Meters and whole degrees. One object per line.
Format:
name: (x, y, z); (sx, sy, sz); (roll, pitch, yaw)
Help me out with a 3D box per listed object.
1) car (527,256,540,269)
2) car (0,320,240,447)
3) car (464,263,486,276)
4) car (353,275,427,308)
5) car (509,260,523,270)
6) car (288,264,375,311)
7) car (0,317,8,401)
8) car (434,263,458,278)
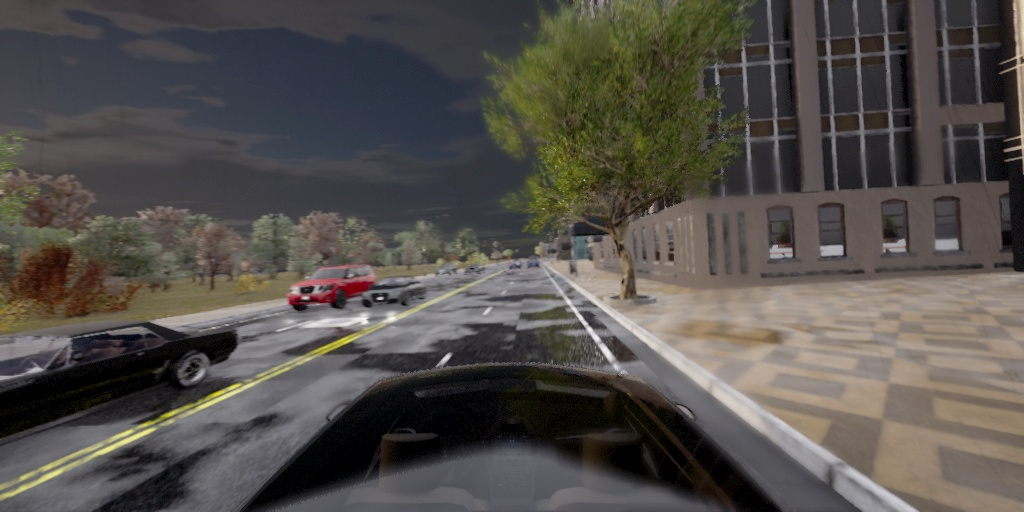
car: (3.740, 1.249, 62.087); (2.097, 1.767, 4.553); (-3, 0, 4)
car: (-6.504, 1.687, 4.932); (1.895, 1.301, 4.718); (-3, 0, 4)
car: (-4.153, 1.417, 40.432); (1.895, 1.301, 4.718); (-3, 0, 4)
car: (-5.676, 1.681, 17.712); (1.994, 1.385, 4.181); (-3, 0, 4)
car: (0.511, 1.582, 62.322); (1.812, 1.442, 4.674); (-3, 0, 4)
car: (-8.902, 1.503, 18.469); (2.150, 2.045, 5.566); (-3, -1, 3)
car: (-9.846, 1.790, 3.535); (2.033, 1.411, 5.357); (-3, 0, 4)
car: (-7.394, 1.507, 40.669); (2.128, 1.511, 4.902); (-3, 0, 4)
